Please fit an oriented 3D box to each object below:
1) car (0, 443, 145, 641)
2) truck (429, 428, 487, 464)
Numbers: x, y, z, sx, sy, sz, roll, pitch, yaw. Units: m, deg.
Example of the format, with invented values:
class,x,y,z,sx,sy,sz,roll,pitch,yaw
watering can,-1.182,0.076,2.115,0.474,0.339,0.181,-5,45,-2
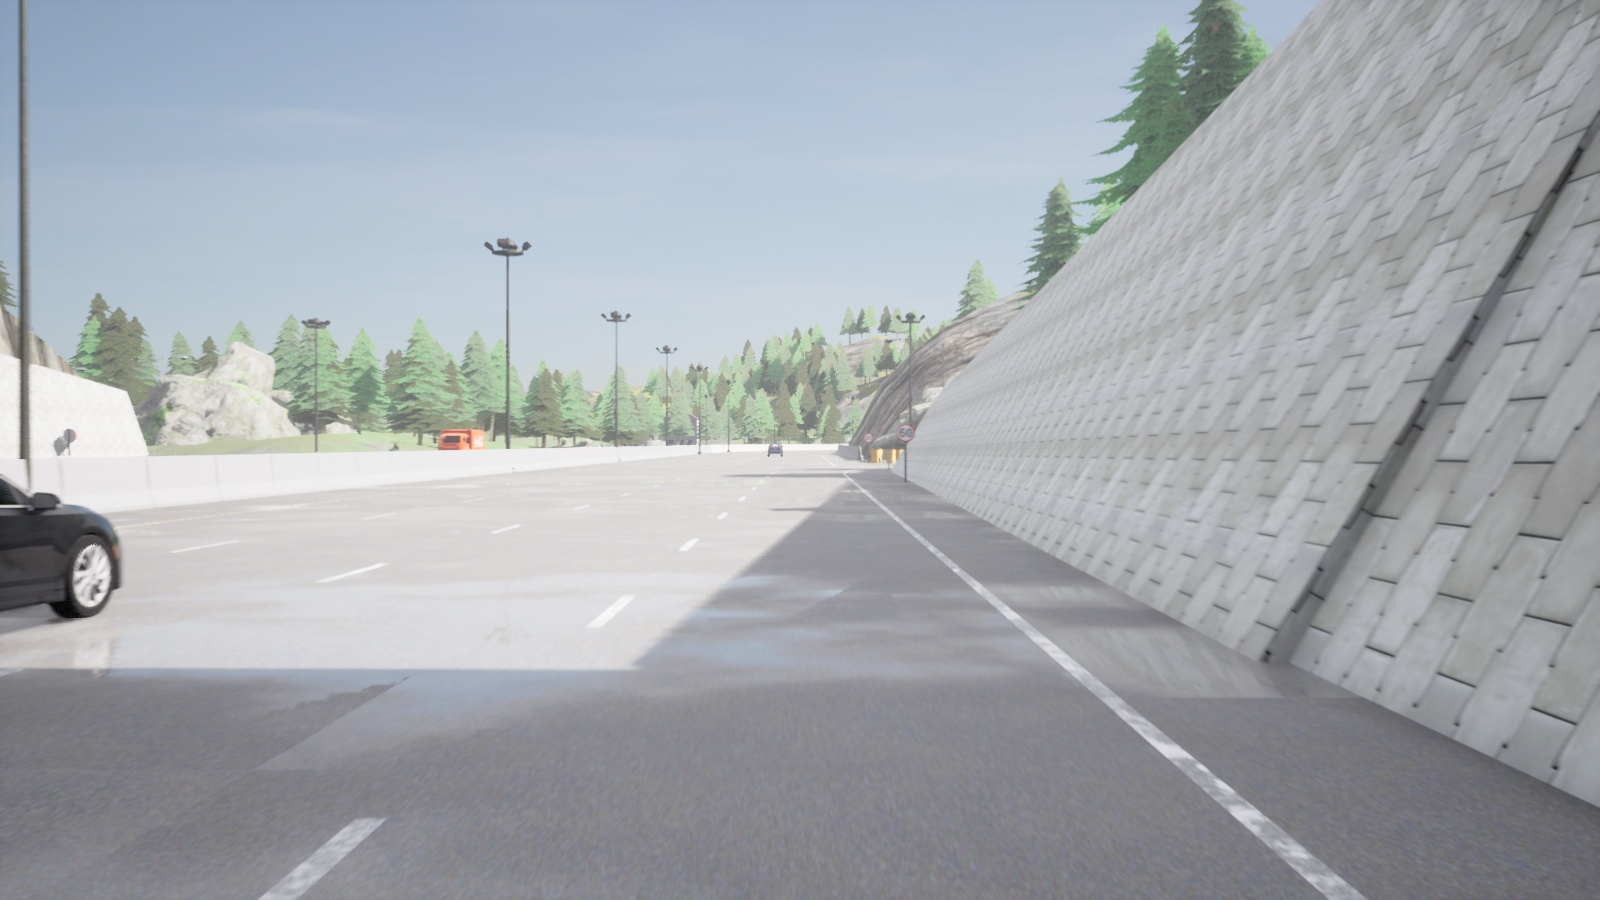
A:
class,x,y,z,sx,sy,sz,roll,pitch,yaw
car,-6.933,0.695,9.061,1.837,1.490,4.892,0,0,0
truck,-23.983,-0.246,88.256,2.627,2.467,5.204,0,0,0
